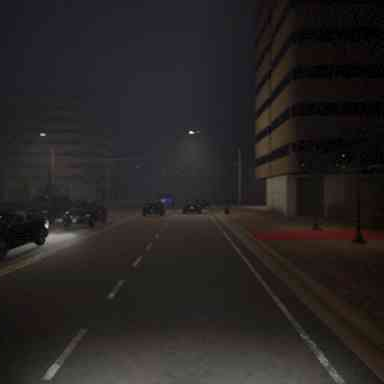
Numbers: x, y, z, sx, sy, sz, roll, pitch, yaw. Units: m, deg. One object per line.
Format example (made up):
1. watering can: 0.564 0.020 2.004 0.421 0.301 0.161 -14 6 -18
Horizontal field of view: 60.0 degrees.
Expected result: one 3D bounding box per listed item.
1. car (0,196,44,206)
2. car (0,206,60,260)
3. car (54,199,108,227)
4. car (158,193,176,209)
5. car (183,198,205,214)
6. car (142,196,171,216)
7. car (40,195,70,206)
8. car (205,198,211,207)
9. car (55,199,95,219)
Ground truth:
1. car: -10.565 1.324 18.711 2.097 1.767 4.553 0 0 0
2. car: -7.063 1.473 12.386 2.128 1.511 4.902 0 0 0
3. car: -7.053 1.458 22.417 2.128 1.511 4.902 0 0 0
4. car: -3.450 1.136 44.662 2.150 2.045 5.566 0 1 1
5. car: 0.032 1.512 35.154 1.994 1.385 4.181 0 0 1
6. car: -3.490 1.444 31.345 2.128 1.511 4.902 0 0 0
7. car: -10.495 1.264 24.240 2.150 2.045 5.566 0 0 0
8. car: 1.241 1.469 45.600 1.994 1.385 4.181 0 1 18
9. car: -10.542 1.455 30.384 1.837 1.490 4.892 0 1 0
